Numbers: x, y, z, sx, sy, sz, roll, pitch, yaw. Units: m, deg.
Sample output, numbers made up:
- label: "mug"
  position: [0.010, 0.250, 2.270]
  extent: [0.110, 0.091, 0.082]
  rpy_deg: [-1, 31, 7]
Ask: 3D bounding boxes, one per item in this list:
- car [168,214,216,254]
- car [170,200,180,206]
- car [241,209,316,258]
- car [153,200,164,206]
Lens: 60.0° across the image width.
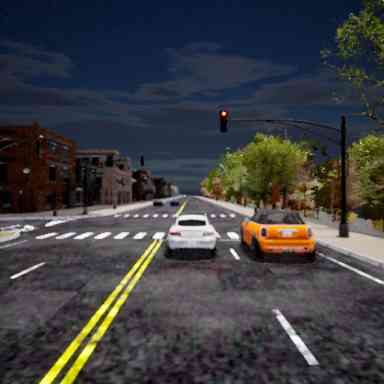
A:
- label: "car"
  position: [0.013, 1.648, 13.906]
  extent: [1.812, 1.442, 4.674]
  rpy_deg: [0, 0, 0]
- label: "car"
  position: [-3.399, 2.179, 65.930]
  extent: [1.895, 1.301, 4.718]
  rpy_deg: [0, -1, 0]
- label: "car"
  position: [3.260, 1.469, 13.441]
  extent: [2.097, 1.767, 4.553]
  rpy_deg: [0, -1, 0]
- label: "car"
  position: [-6.647, 2.178, 65.917]
  extent: [1.895, 1.301, 4.718]
  rpy_deg: [0, -1, 0]
